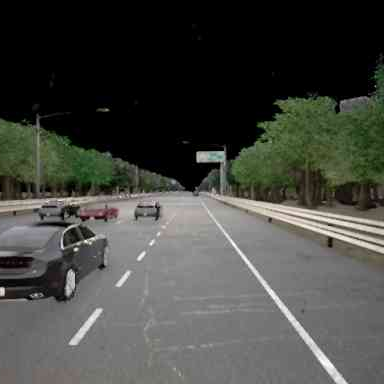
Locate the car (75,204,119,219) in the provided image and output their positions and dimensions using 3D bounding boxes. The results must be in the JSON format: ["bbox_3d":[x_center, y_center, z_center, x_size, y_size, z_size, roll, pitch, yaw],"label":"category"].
[{"bbox_3d":[-6.868,1.523,25.101,1.895,1.301,4.718,0,0,0],"label":"car"}]

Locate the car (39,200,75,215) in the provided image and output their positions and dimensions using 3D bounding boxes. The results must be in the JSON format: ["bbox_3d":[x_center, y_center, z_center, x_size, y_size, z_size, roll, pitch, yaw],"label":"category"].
[{"bbox_3d":[-10.364,1.409,26.425,2.128,1.511,4.902,0,0,0],"label":"car"}]

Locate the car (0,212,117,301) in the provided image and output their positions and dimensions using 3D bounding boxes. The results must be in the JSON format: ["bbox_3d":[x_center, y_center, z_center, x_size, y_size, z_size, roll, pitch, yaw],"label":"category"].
[{"bbox_3d":[-3.397,1.479,8.210,1.837,1.490,4.892,0,0,0],"label":"car"}]

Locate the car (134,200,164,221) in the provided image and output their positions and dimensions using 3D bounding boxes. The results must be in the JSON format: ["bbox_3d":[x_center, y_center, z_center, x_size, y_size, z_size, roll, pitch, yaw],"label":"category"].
[{"bbox_3d":[-3.364,1.410,26.444,2.128,1.511,4.902,0,0,0],"label":"car"}]
